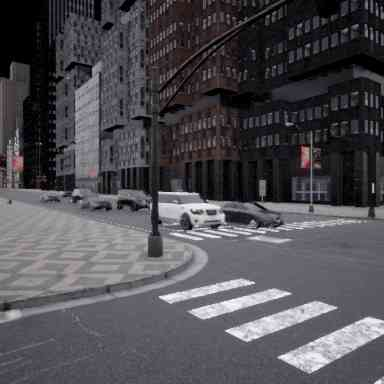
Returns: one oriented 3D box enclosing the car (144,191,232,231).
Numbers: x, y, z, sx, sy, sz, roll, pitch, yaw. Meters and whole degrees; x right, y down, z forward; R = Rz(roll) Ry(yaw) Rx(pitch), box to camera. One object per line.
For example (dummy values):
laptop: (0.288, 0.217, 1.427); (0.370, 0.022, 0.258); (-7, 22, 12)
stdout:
car: (-0.460, 1.022, 19.564); (2.150, 2.045, 5.566); (0, 1, -34)

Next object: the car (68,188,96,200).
car: (-14.367, 0.611, 44.564); (2.150, 2.045, 5.566); (0, 1, -36)

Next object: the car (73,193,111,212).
car: (-9.437, 1.128, 32.146); (2.033, 1.411, 5.357); (0, 1, -36)

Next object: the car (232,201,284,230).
car: (3.293, 1.324, 20.064); (1.837, 1.490, 4.892); (0, 1, -36)

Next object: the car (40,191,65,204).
car: (-20.123, 0.858, 47.043); (2.033, 1.411, 5.357); (0, 1, -35)

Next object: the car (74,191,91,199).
car: (-21.885, 0.564, 66.395); (1.812, 1.442, 4.674); (0, 1, -36)

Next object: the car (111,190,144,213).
car: (-5.469, 0.831, 32.193); (2.150, 2.045, 5.566); (0, 1, -36)

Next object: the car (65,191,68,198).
car: (-24.955, 0.532, 65.093); (1.837, 1.490, 4.892); (0, 1, -36)

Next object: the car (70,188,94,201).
car: (-18.745, 0.418, 56.495); (2.150, 2.045, 5.566); (0, 1, -36)
